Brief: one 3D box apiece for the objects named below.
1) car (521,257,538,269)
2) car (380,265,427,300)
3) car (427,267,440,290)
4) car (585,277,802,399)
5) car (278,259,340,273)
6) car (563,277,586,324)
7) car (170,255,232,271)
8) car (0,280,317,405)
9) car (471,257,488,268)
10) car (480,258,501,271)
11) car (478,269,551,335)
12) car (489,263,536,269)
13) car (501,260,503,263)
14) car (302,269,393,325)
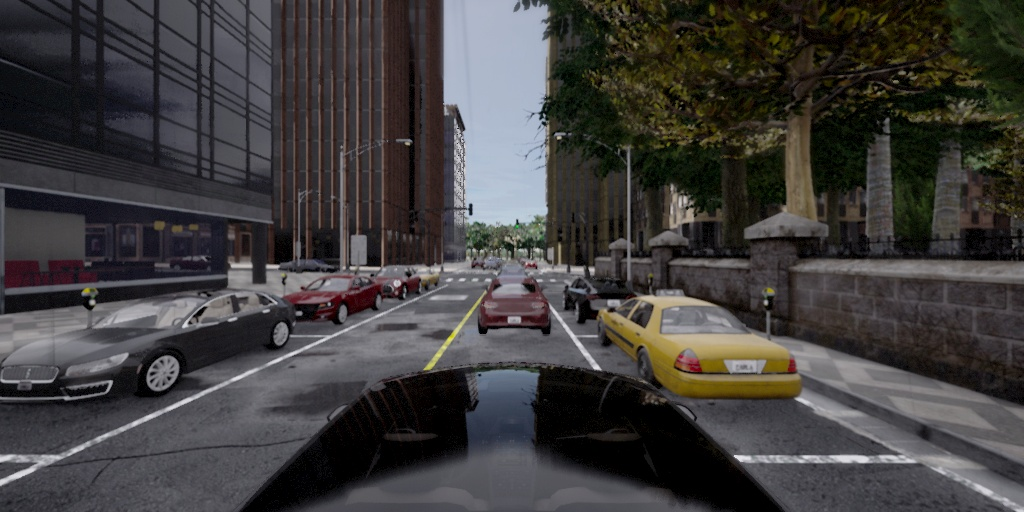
[{"bbox_3d":[2.866,1.226,54.742,1.967,1.591,4.097,0,0,0],"label":"car"},{"bbox_3d":[-5.731,1.198,17.332,1.967,1.591,4.097,0,0,0],"label":"car"},{"bbox_3d":[-5.721,1.287,22.619,1.751,1.417,4.829,0,0,0],"label":"car"},{"bbox_3d":[2.774,1.277,6.574,1.751,1.417,4.829,0,0,0],"label":"car"},{"bbox_3d":[-19.251,0.965,34.272,5.357,1.411,2.033,1,0,0],"label":"car"},{"bbox_3d":[2.784,1.321,11.861,1.948,1.339,4.313,0,0,0],"label":"car"},{"bbox_3d":[-29.658,0.694,34.275,5.008,1.535,1.882,1,0,0],"label":"car"},{"bbox_3d":[-5.752,1.303,6.418,2.007,1.370,4.403,0,0,0],"label":"car"},{"bbox_3d":[-5.648,1.106,60.196,2.192,1.841,5.009,0,0,0],"label":"car"},{"bbox_3d":[-2.988,1.347,50.754,1.994,1.385,4.181,0,0,1],"label":"car"},{"bbox_3d":[0.070,1.280,10.398,1.812,1.442,4.674,0,0,0],"label":"car"},{"bbox_3d":[0.041,1.307,20.276,2.033,1.411,5.357,0,0,0],"label":"car"},{"bbox_3d":[-2.963,1.393,60.776,1.895,1.301,4.718,0,0,0],"label":"car"},{"bbox_3d":[-5.741,1.300,11.875,1.888,1.381,4.507,0,0,0],"label":"car"}]
